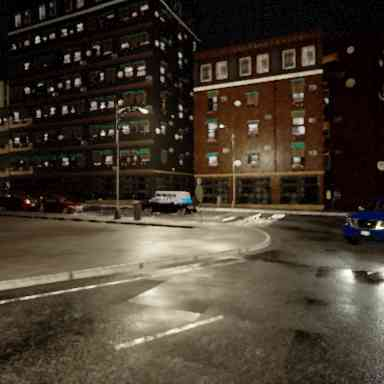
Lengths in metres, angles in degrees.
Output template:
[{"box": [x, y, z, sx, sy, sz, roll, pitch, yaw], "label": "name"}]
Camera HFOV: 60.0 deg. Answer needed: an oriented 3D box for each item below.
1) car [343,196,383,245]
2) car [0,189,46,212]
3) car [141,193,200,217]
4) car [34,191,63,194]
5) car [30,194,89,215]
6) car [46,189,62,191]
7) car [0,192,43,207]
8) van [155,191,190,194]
[{"box": [8.714, 1.184, 14.149, 5.566, 2.045, 2.150, 0, 0, -37], "label": "car"}, {"box": [-15.872, 0.752, 29.473, 5.009, 1.841, 2.192, 1, 0, 24], "label": "car"}, {"box": [-1.736, 1.104, 25.865, 4.902, 1.511, 2.128, 1, 1, 25], "label": "car"}, {"box": [-11.707, 0.966, 30.408, 4.892, 1.490, 1.837, 1, 1, 24], "label": "car"}, {"box": [-10.748, 1.098, 27.145, 4.206, 1.307, 1.802, 1, 0, 24], "label": "car"}, {"box": [-17.446, 0.593, 39.388, 5.009, 1.841, 2.192, 1, 0, 24], "label": "car"}, {"box": [-19.342, 0.767, 37.385, 5.008, 1.535, 1.882, 1, 1, 24], "label": "car"}, {"box": [-2.059, 0.855, 32.409, 3.998, 1.788, 1.690, 1, 0, 24], "label": "van"}]
